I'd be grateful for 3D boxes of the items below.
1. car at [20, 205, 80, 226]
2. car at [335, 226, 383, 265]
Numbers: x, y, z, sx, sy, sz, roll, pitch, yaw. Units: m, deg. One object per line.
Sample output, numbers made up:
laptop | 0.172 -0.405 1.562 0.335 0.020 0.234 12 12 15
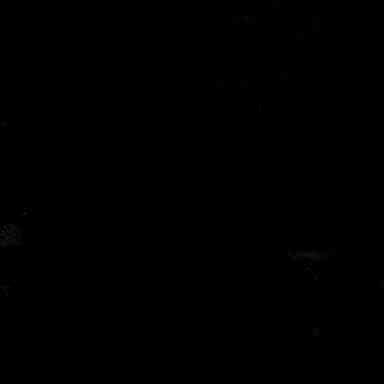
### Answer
car | -11.870 1.863 27.938 4.553 1.767 2.097 0 -1 -4
car | 6.399 1.600 9.825 1.812 1.442 4.674 -2 0 -19
